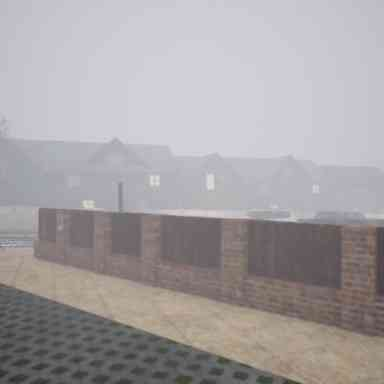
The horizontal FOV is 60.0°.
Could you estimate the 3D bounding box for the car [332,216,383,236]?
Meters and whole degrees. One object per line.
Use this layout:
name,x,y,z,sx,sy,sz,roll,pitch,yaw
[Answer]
car,14.776,2.934,28.623,4.902,1.511,2.128,2,-2,-22

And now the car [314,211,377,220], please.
car,11.249,2.402,24.005,5.566,2.045,2.150,2,-2,-23

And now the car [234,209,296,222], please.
car,5.147,2.259,24.665,5.566,2.045,2.150,2,-2,-22
